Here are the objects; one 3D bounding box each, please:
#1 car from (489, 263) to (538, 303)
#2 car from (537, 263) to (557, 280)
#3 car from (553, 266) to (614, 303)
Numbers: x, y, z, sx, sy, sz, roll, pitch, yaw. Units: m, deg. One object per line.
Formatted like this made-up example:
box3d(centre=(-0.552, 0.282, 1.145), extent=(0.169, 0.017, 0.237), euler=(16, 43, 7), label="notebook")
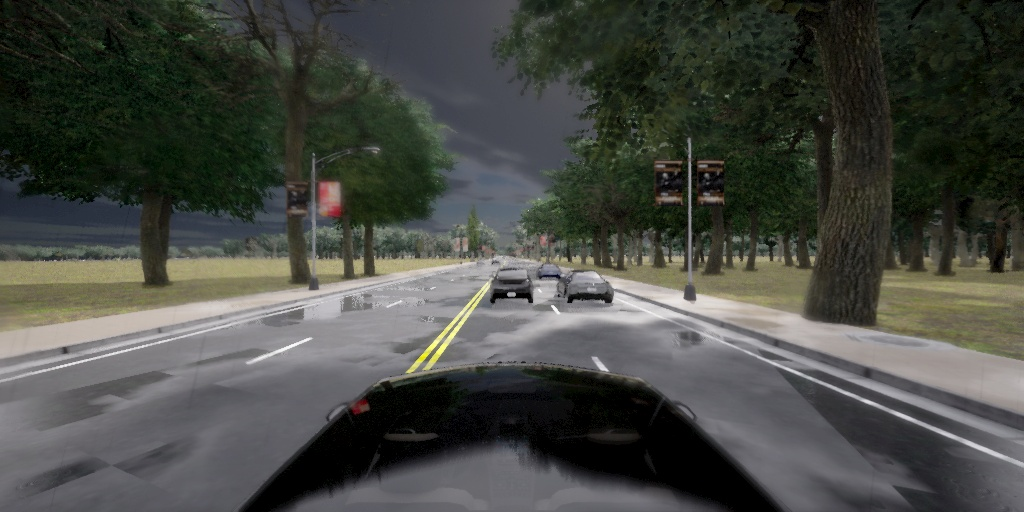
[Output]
box3d(centre=(-0.012, 1.267, 16.510), extent=(1.837, 1.490, 4.892), euler=(0, 0, 0), label="car")
box3d(centre=(3.204, 1.321, 31.522), extent=(1.994, 1.385, 4.181), euler=(0, 0, 0), label="car")
box3d(centre=(3.238, 1.323, 16.515), extent=(1.994, 1.385, 4.181), euler=(0, 0, 0), label="car")
